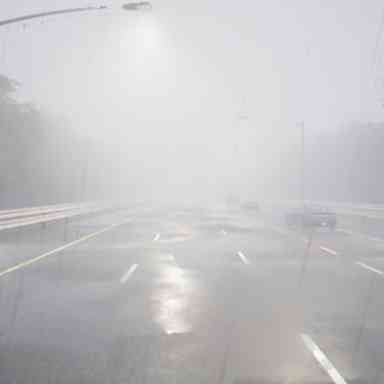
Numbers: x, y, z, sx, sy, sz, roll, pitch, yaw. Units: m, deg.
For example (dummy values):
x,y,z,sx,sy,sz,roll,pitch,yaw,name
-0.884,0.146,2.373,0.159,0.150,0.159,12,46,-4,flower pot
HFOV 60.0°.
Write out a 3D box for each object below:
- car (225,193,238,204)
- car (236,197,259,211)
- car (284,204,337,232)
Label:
x,y,z,sx,sy,sz,roll,pitch,yaw,name
7.215,1.195,60.616,2.150,2.045,5.566,0,0,0,car
7.113,1.558,41.532,1.994,1.385,4.181,0,0,0,car
7.032,1.493,20.146,2.128,1.511,4.902,0,0,0,car
